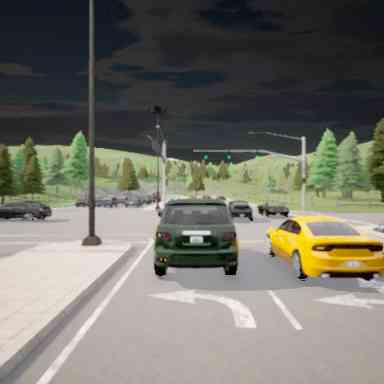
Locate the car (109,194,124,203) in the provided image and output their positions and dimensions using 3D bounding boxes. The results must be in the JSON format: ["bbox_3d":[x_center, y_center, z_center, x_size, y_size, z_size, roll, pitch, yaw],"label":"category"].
[{"bbox_3d":[-14.994,1.275,66.607,1.882,1.535,5.008,0,0,0],"label":"car"}]

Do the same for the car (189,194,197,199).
[{"bbox_3d":[0.262,1.279,90.209,1.994,1.385,4.181,0,0,2],"label":"car"}]

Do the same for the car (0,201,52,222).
[{"bbox_3d":[-13.117,1.428,25.165,4.892,1.490,1.837,0,0,7],"label":"car"}]

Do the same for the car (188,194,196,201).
[{"bbox_3d":[0.046,1.235,79.879,1.882,1.535,5.008,0,0,1],"label":"car"}]

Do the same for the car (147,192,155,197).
[{"bbox_3d":[-7.995,1.183,55.539,2.097,1.767,4.553,0,0,0],"label":"car"}]

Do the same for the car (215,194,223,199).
[{"bbox_3d":[7.265,1.204,90.270,1.882,1.535,5.008,0,0,2],"label":"car"}]

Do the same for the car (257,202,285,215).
[{"bbox_3d":[7.103,1.511,29.594,1.895,1.301,4.718,0,0,0],"label":"car"}]

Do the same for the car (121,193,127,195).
[{"bbox_3d":[-11.495,1.358,55.082,1.812,1.442,4.674,0,0,0],"label":"car"}]

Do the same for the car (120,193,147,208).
[{"bbox_3d":[-8.060,1.350,46.459,2.128,1.511,4.902,0,0,0],"label":"car"}]

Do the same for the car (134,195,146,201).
[{"bbox_3d":[-11.491,1.327,74.085,1.994,1.385,4.181,0,0,0],"label":"car"}]

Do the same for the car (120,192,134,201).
[{"bbox_3d":[-14.980,0.990,77.148,2.150,2.045,5.566,0,0,0],"label":"car"}]

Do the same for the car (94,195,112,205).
[{"bbox_3d":[-14.995,1.334,56.219,1.837,1.490,4.892,0,0,0],"label":"car"}]

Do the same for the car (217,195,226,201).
[{"bbox_3d":[7.051,1.351,80.331,1.895,1.301,4.718,0,0,1],"label":"car"}]

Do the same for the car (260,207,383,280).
[{"bbox_3d":[3.590,1.447,9.905,1.882,1.535,5.008,0,0,0],"label":"car"}]

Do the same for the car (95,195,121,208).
[{"bbox_3d":[-11.605,1.385,46.116,1.812,1.442,4.674,0,0,1],"label":"car"}]

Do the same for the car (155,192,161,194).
[{"bbox_3d":[-7.991,0.999,74.539,2.150,2.045,5.566,0,0,0],"label":"car"}]

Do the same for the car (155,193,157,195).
[{"bbox_3d":[-7.994,1.369,64.048,1.994,1.385,4.181,0,0,0],"label":"car"}]

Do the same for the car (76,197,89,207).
[{"bbox_3d":[-15.048,1.419,47.547,1.994,1.385,4.181,0,0,0],"label":"car"}]

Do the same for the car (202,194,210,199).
[{"bbox_3d":[3.764,1.321,90.254,1.895,1.301,4.718,0,0,2],"label":"car"}]

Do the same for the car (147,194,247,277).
[{"bbox_3d":[0.079,1.188,10.323,2.150,2.045,5.566,0,0,-1],"label":"car"}]

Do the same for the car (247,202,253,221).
[{"bbox_3d":[3.603,1.423,26.361,1.837,1.490,4.892,0,0,0],"label":"car"}]

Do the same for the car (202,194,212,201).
[{"bbox_3d":[3.549,1.282,80.212,2.128,1.511,4.902,0,0,1],"label":"car"}]
